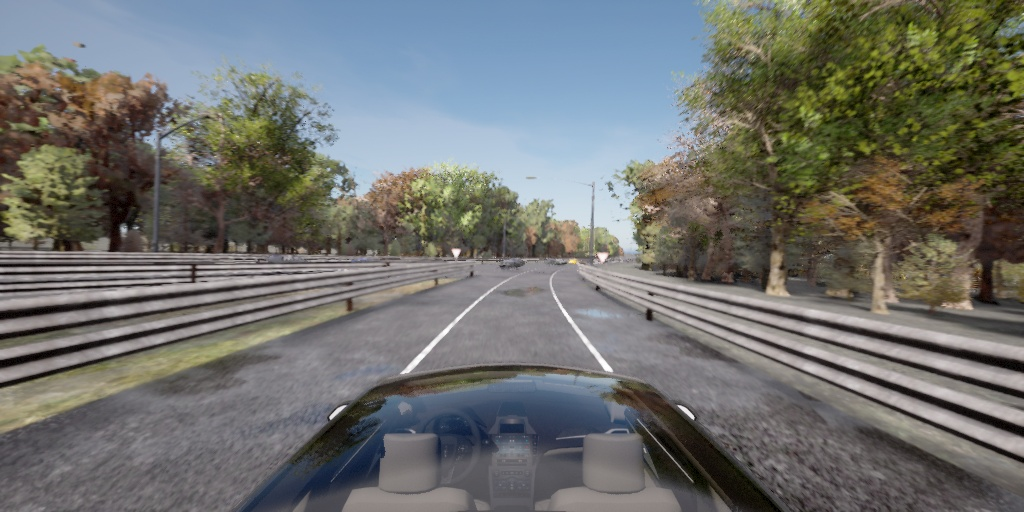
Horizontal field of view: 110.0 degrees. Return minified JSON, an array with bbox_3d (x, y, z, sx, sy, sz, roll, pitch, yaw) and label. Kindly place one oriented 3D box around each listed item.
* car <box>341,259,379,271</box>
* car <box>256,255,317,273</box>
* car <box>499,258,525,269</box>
[{"bbox_3d":[-11.681,0.942,29.298,1.812,1.442,4.674,2,0,24],"label":"car"},{"bbox_3d":[-18.876,0.658,30.370,2.128,1.511,4.902,2,0,24],"label":"car"},{"bbox_3d":[-0.097,1.235,54.790,2.033,1.411,5.357,2,0,24],"label":"car"}]
